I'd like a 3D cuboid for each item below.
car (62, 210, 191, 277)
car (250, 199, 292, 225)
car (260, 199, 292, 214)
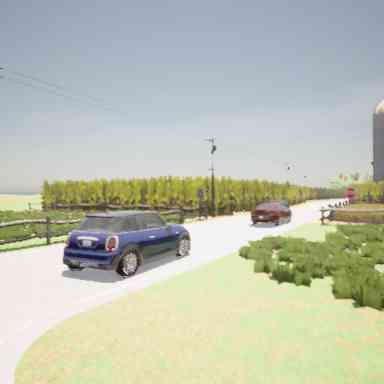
[{"bbox_3d":[-1.819,1.388,10.739,2.097,1.767,4.553,0,0,27],"label":"car"},{"bbox_3d":[5.794,1.521,23.993,1.882,1.535,5.008,0,0,30],"label":"car"},{"bbox_3d":[9.401,1.558,36.929,2.128,1.511,4.902,0,0,30],"label":"car"}]
